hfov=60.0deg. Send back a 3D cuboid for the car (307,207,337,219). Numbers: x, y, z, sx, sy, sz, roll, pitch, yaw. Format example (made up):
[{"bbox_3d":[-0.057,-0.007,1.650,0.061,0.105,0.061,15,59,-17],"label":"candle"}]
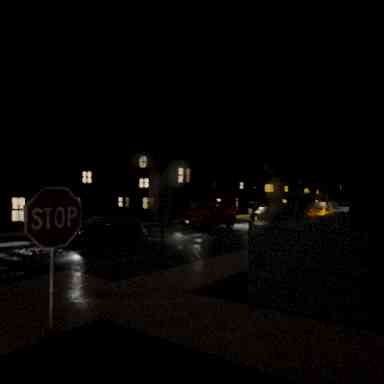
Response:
[{"bbox_3d":[14.961,2.484,38.624,1.882,1.535,5.008,1,-2,36],"label":"car"}]

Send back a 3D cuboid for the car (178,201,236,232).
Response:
[{"bbox_3d":[1.311,1.756,25.067,2.150,2.045,5.566,1,-1,36],"label":"car"}]

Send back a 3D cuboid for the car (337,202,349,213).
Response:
[{"bbox_3d":[23.321,2.547,49.955,2.150,2.045,5.566,1,-1,36],"label":"car"}]

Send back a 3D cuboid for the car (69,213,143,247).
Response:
[{"bbox_3d":[-4.519,1.847,17.125,1.812,1.442,4.674,1,-1,36],"label":"car"}]

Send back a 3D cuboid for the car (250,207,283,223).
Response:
[{"bbox_3d":[7.521,2.258,33.484,2.128,1.511,4.902,1,-1,36],"label":"car"}]
